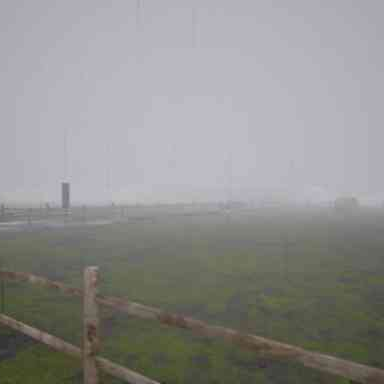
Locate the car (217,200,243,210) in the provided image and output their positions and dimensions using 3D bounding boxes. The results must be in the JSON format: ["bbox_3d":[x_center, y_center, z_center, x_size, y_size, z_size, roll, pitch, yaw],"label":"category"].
[{"bbox_3d":[5.859,1.955,50.294,2.033,1.411,5.357,0,0,37],"label":"car"}]
